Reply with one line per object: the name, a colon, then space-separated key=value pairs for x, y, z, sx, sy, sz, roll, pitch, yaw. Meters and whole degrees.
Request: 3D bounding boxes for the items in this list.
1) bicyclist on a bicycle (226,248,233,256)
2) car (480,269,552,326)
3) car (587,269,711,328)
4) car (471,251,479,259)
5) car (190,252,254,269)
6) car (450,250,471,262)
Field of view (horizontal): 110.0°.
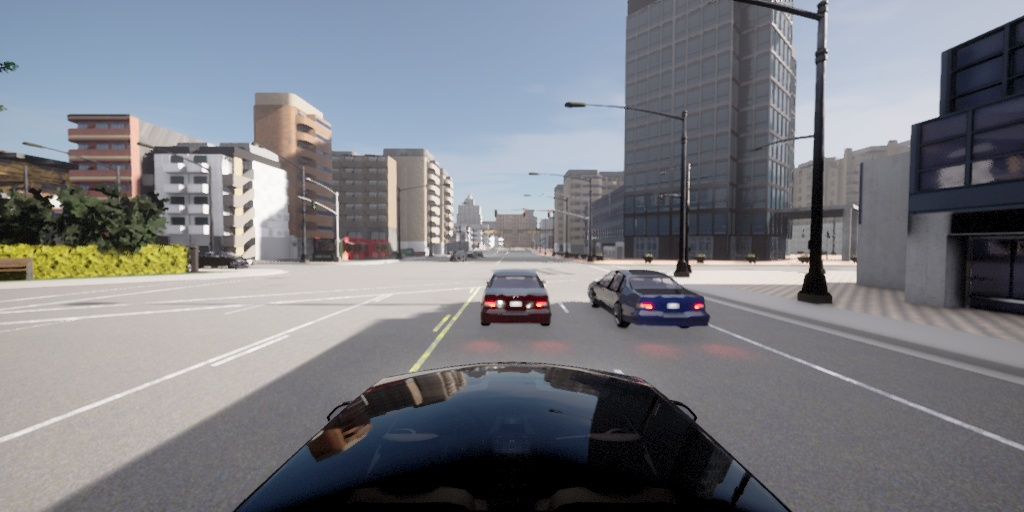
bicyclist on a bicycle: x=-30.800 y=-0.074 z=39.031 sx=0.582 sy=1.620 sz=1.656 roll=0 pitch=2 yaw=0
car: x=0.091 y=1.084 z=10.722 sx=2.033 sy=1.411 sz=5.357 roll=0 pitch=1 yaw=0
car: x=3.608 y=1.101 z=10.538 sx=2.033 sy=1.411 sz=5.357 roll=0 pitch=2 yaw=0
car: x=-7.088 y=-0.110 z=59.555 sx=1.895 sy=1.301 sz=4.718 roll=0 pitch=1 yaw=0
car: x=-25.446 y=0.363 z=31.525 sx=4.902 sy=1.511 sz=2.128 roll=0 pitch=2 yaw=0
car: x=-7.101 y=0.016 z=48.043 sx=1.837 sy=1.490 sz=4.892 roll=0 pitch=1 yaw=0
